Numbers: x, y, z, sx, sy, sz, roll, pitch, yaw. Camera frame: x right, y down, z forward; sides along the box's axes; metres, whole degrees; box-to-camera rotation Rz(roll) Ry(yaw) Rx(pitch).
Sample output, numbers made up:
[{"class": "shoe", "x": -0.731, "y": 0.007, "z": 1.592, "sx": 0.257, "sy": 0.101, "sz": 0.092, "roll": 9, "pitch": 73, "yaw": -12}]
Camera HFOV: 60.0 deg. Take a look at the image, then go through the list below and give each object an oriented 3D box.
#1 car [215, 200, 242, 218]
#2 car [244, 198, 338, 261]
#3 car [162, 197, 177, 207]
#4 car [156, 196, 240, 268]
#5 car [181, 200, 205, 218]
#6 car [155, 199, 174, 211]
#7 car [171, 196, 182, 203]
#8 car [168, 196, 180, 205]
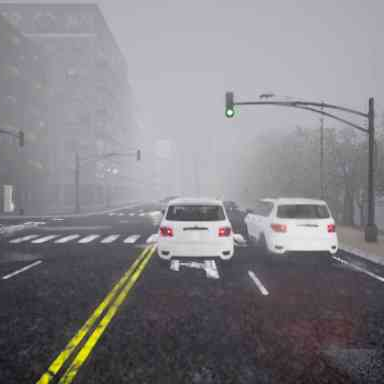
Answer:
[{"class": "car", "x": 3.341, "y": 1.517, "z": 31.626, "sx": 2.033, "sy": 1.411, "sz": 5.357, "roll": 0, "pitch": 0, "yaw": 0}, {"class": "car", "x": 3.349, "y": 1.210, "z": 12.322, "sx": 2.150, "sy": 2.045, "sz": 5.566, "roll": 0, "pitch": 0, "yaw": 0}, {"class": "car", "x": -3.323, "y": 1.484, "z": 49.680, "sx": 1.812, "sy": 1.442, "sz": 4.674, "roll": 0, "pitch": 0, "yaw": 0}, {"class": "car", "x": 0.101, "y": 1.209, "z": 11.327, "sx": 2.150, "sy": 2.045, "sz": 5.566, "roll": 0, "pitch": 0, "yaw": 0}, {"class": "car", "x": 0.087, "y": 1.522, "z": 31.277, "sx": 2.033, "sy": 1.411, "sz": 5.357, "roll": 0, "pitch": 0, "yaw": 0}, {"class": "car", "x": -3.344, "y": 1.564, "z": 40.761, "sx": 1.895, "sy": 1.301, "sz": 4.718, "roll": 0, "pitch": 0, "yaw": 0}, {"class": "car", "x": -3.258, "y": 1.492, "z": 70.300, "sx": 2.033, "sy": 1.411, "sz": 5.357, "roll": 0, "pitch": 0, "yaw": 0}, {"class": "car", "x": -3.257, "y": 1.460, "z": 59.975, "sx": 1.837, "sy": 1.490, "sz": 4.892, "roll": 0, "pitch": 0, "yaw": 0}]
